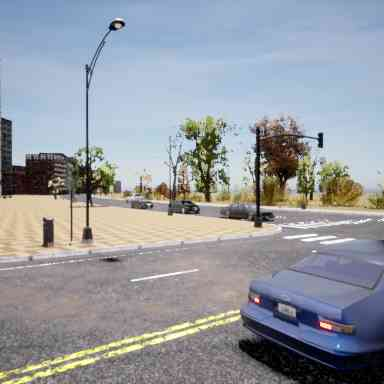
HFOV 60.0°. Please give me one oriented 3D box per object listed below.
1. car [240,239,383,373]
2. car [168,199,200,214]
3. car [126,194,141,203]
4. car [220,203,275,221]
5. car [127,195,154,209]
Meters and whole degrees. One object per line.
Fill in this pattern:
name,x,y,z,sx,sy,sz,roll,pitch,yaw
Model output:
car,3.283,1.547,5.640,5.357,1.411,2.033,0,0,-34
car,-0.931,1.586,36.819,1.837,1.490,4.892,0,0,-32
car,-11.982,1.335,68.837,2.150,2.045,5.566,0,0,-29
car,4.483,1.604,28.025,2.033,1.411,5.357,0,0,-31
car,-6.988,1.598,46.799,2.128,1.511,4.902,0,0,-31
